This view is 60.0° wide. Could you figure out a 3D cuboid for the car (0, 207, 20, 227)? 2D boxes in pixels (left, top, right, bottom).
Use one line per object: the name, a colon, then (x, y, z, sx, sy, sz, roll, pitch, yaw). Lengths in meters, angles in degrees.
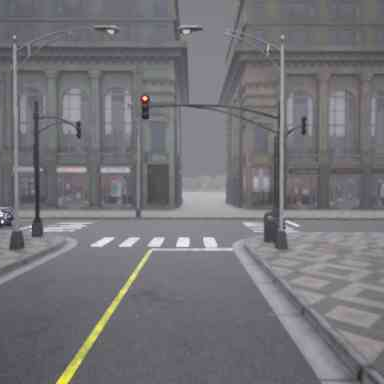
car: (-12.258, 1.154, 18.770, 4.553, 1.767, 2.097, 0, 1, 0)
